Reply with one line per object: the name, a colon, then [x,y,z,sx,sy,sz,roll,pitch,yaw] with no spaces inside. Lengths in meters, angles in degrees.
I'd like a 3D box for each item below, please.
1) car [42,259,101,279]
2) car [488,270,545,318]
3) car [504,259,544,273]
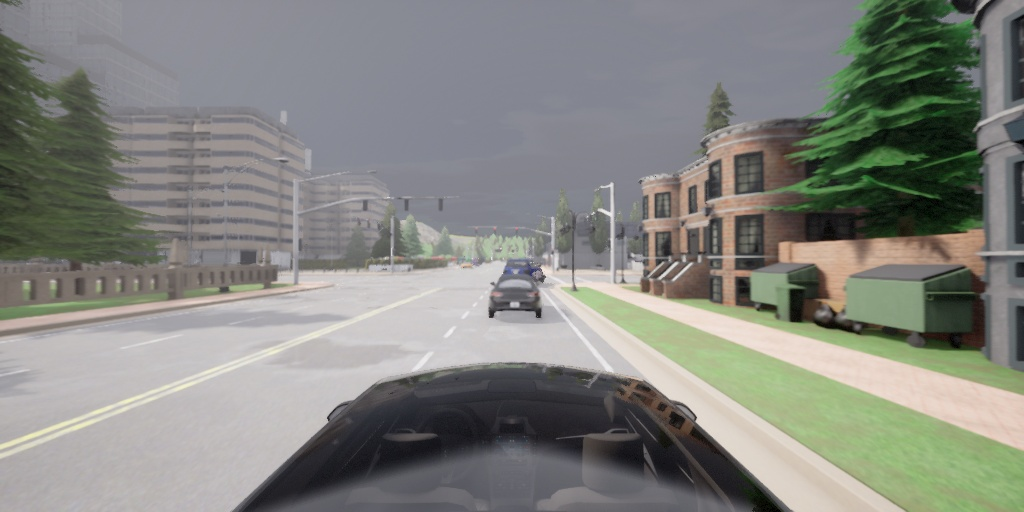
car: [-44.729,1.347,36.422,5.566,2.045,2.150,0,-1,1]
car: [0.133,1.406,13.622,1.812,1.442,4.674,0,-1,1]
car: [0.980,1.256,27.709,2.150,2.045,5.566,-1,-1,16]
